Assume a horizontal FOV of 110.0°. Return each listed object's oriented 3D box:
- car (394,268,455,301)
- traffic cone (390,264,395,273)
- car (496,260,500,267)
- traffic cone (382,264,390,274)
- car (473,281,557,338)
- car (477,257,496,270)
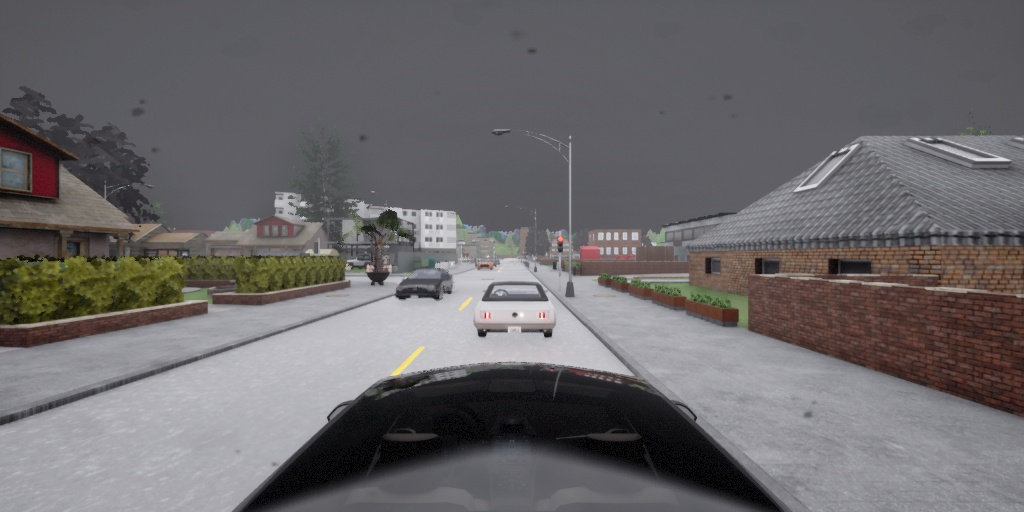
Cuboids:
[{"bbox_3d":[-4.018,1.297,17.455,2.033,1.411,5.357,0,0,0],"label":"car"},{"bbox_3d":[-15.162,1.557,44.708,0.344,0.586,0.344,0,0,0],"label":"traffic cone"},{"bbox_3d":[-3.724,1.255,64.523,1.837,1.490,4.892,0,0,1],"label":"car"},{"bbox_3d":[-15.526,1.561,44.141,0.344,0.586,0.344,0,0,0],"label":"traffic cone"},{"bbox_3d":[0.096,1.351,10.191,1.895,1.301,4.718,0,0,1],"label":"car"},{"bbox_3d":[-3.826,1.101,52.297,2.097,1.767,4.553,0,0,0],"label":"car"}]
